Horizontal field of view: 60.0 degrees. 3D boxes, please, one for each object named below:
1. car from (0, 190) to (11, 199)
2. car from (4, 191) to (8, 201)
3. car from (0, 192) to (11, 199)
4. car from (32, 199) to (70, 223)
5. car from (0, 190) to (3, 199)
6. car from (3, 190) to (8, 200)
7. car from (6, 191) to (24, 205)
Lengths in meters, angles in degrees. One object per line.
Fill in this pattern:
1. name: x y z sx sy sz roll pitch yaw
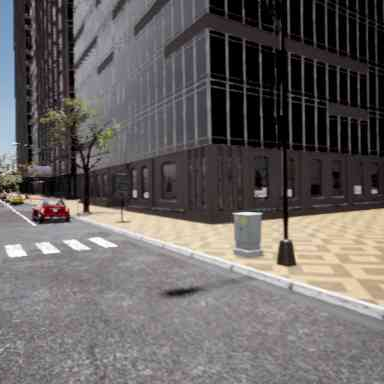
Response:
1. car: -41.834 0.485 74.116 2.192 1.841 5.009 0 1 -32
2. car: -27.262 0.939 50.793 1.752 1.417 4.829 0 1 -32
3. car: -38.992 0.742 69.568 1.752 1.417 4.829 0 1 -32
4. car: -9.577 1.150 22.484 1.967 1.590 4.097 0 1 -32
5. car: -31.745 0.778 52.864 2.097 1.767 4.553 -1 1 -32
6. car: -33.037 0.862 60.037 1.887 1.381 4.507 0 1 -32
7. car: -24.330 0.988 46.099 1.752 1.417 4.829 0 1 -32
